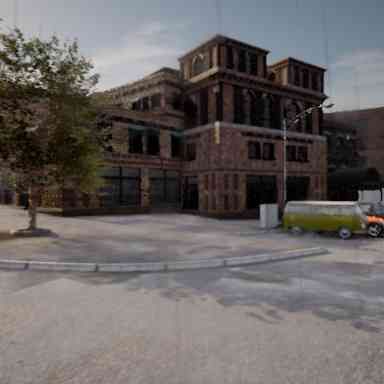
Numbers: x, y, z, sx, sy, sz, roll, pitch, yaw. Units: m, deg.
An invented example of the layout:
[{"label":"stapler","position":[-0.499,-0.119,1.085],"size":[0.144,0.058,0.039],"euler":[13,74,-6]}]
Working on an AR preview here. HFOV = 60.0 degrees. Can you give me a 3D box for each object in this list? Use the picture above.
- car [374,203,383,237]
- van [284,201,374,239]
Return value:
[{"label":"car","position":[9.916,1.749,20.778],"size":[4.553,1.767,2.185],"euler":[0,-2,34]},{"label":"van","position":[7.620,1.534,18.942],"size":[4.442,1.987,1.878],"euler":[0,-2,34]}]
